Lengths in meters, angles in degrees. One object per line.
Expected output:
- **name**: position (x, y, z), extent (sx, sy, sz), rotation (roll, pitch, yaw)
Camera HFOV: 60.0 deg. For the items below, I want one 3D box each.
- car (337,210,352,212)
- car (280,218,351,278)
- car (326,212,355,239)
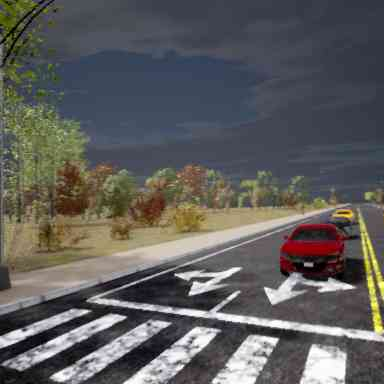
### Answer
- **car**: position (16.104, 2.621, 35.216), extent (1.882, 1.535, 5.008), rotation (-3, -3, 27)
- **car**: position (4.462, 1.900, 11.856), extent (1.882, 1.535, 5.008), rotation (-3, -3, 26)
- **car**: position (9.518, 2.301, 22.028), extent (1.994, 1.385, 4.181), rotation (-3, -3, 26)
